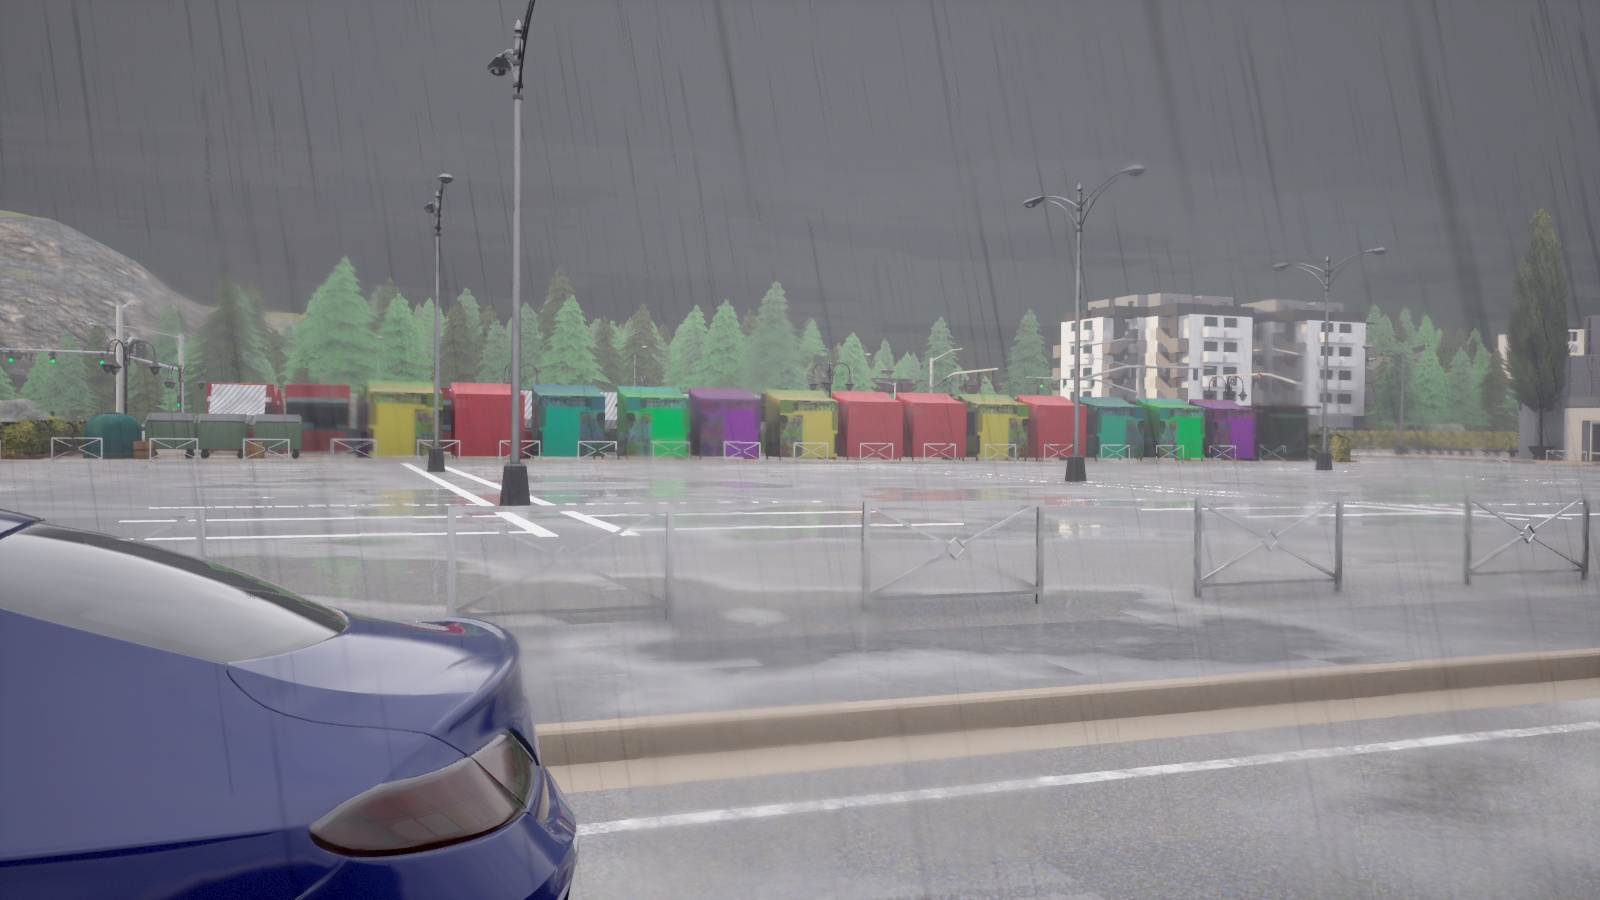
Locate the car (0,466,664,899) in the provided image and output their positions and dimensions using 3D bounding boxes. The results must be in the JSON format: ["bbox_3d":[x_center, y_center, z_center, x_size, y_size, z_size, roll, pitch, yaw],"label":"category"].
[{"bbox_3d":[-2.743,0.818,2.198,4.674,1.442,1.812,-1,1,-21],"label":"car"}]
